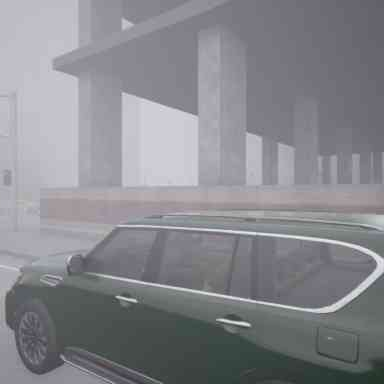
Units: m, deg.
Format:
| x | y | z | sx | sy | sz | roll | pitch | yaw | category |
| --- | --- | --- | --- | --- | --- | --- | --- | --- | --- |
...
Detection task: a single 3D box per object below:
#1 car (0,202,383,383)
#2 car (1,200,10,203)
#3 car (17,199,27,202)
| x | y | z | sx | sy | sz | roll | pitch | yaw | category |
| --- | --- | --- | --- | --- | --- | --- | --- | --- | --- |
| 0.066 | 1.221 | 3.937 | 5.566 | 2.045 | 2.150 | 0 | 0 | 36 | car |
| -18.380 | 1.533 | 33.815 | 1.882 | 1.535 | 5.008 | 0 | 0 | 36 | car |
| -14.331 | 1.547 | 33.461 | 2.128 | 1.511 | 4.902 | 0 | 0 | 36 | car |
